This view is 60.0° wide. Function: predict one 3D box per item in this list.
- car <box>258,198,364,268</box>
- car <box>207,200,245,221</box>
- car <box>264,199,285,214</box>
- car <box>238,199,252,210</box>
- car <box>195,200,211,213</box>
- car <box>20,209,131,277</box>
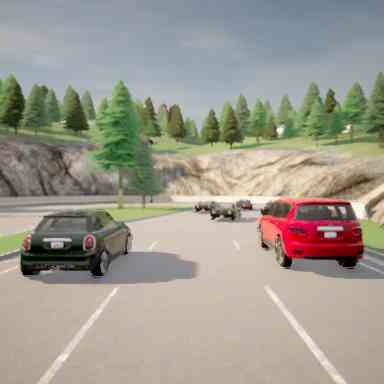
[{"bbox_3d":[3.710,1.207,11.385,2.150,2.045,5.566,0,0,2],"label":"car"},{"bbox_3d":[2.862,1.566,27.263,1.895,1.301,4.718,0,0,16],"label":"car"},{"bbox_3d":[8.756,1.519,35.076,1.994,1.385,4.181,0,0,16],"label":"car"},{"bbox_3d":[6.409,1.510,41.738,1.994,1.385,4.181,0,0,5],"label":"car"},{"bbox_3d":[1.750,1.555,36.144,1.895,1.301,4.718,0,0,15],"label":"car"},{"bbox_3d":[-3.306,1.338,10.406,2.097,1.767,4.553,0,0,1],"label":"car"}]
